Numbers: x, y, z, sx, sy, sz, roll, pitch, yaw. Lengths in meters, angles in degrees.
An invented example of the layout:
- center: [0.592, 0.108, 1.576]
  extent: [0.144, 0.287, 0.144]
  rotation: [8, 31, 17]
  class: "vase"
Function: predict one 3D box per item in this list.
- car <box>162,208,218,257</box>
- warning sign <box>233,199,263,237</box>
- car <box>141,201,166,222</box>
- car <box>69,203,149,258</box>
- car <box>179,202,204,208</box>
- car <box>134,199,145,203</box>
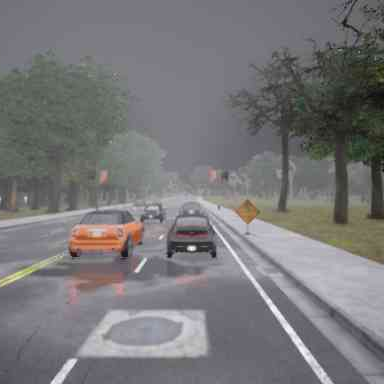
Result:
- center: [0.004, 1.646, 13.607]
  extent: [1.837, 1.490, 4.892]
  rotation: [0, 0, 0]
  class: "car"
- center: [2.820, 1.288, 16.885]
  extent: [1.300, 1.860, 1.060]
  rotation: [0, -1, 0]
  class: "warning sign"
- center: [-3.305, 1.825, 29.020]
  extent: [1.812, 1.442, 4.674]
  rotation: [0, 0, 0]
  class: "car"
- center: [-3.246, 1.489, 13.534]
  extent: [2.097, 1.767, 4.553]
  rotation: [0, -1, 0]
  class: "car"
- center: [-0.055, 1.646, 28.557]
  extent: [2.097, 1.767, 4.553]
  rotation: [0, -1, 0]
  class: "car"
- center: [-10.145, 2.192, 64.919]
  extent: [1.837, 1.490, 4.892]
  rotation: [0, 0, 0]
  class: "car"
